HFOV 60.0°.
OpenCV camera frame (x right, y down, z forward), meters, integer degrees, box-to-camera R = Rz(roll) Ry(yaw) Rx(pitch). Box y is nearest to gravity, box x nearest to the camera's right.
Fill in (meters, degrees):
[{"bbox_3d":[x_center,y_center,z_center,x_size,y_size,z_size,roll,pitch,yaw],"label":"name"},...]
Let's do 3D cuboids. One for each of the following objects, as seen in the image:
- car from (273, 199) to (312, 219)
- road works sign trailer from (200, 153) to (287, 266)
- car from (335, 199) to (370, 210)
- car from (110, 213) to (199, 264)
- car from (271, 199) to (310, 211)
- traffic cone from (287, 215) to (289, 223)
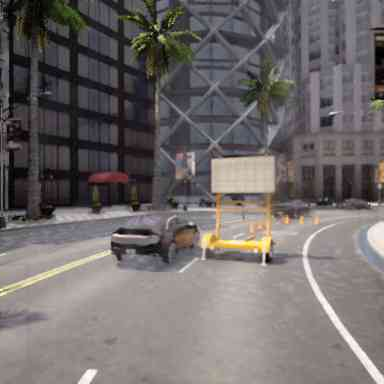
[{"bbox_3d":[9.007,1.495,29.561,1.837,1.490,4.892,-1,-1,43],"label":"car"},{"bbox_3d":[1.856,0.467,11.896,2.380,3.560,2.880,0,0,25],"label":"road works sign trailer"},{"bbox_3d":[19.712,1.525,40.957,4.181,1.385,1.994,0,0,-20],"label":"car"},{"bbox_3d":[-1.110,1.506,11.993,2.128,1.511,4.902,0,0,16],"label":"car"},{"bbox_3d":[12.273,1.589,41.257,4.718,1.301,1.895,0,0,-31],"label":"car"},{"bbox_3d":[6.854,1.949,23.907,0.340,0.580,0.340,0,0,25],"label":"traffic cone"}]
